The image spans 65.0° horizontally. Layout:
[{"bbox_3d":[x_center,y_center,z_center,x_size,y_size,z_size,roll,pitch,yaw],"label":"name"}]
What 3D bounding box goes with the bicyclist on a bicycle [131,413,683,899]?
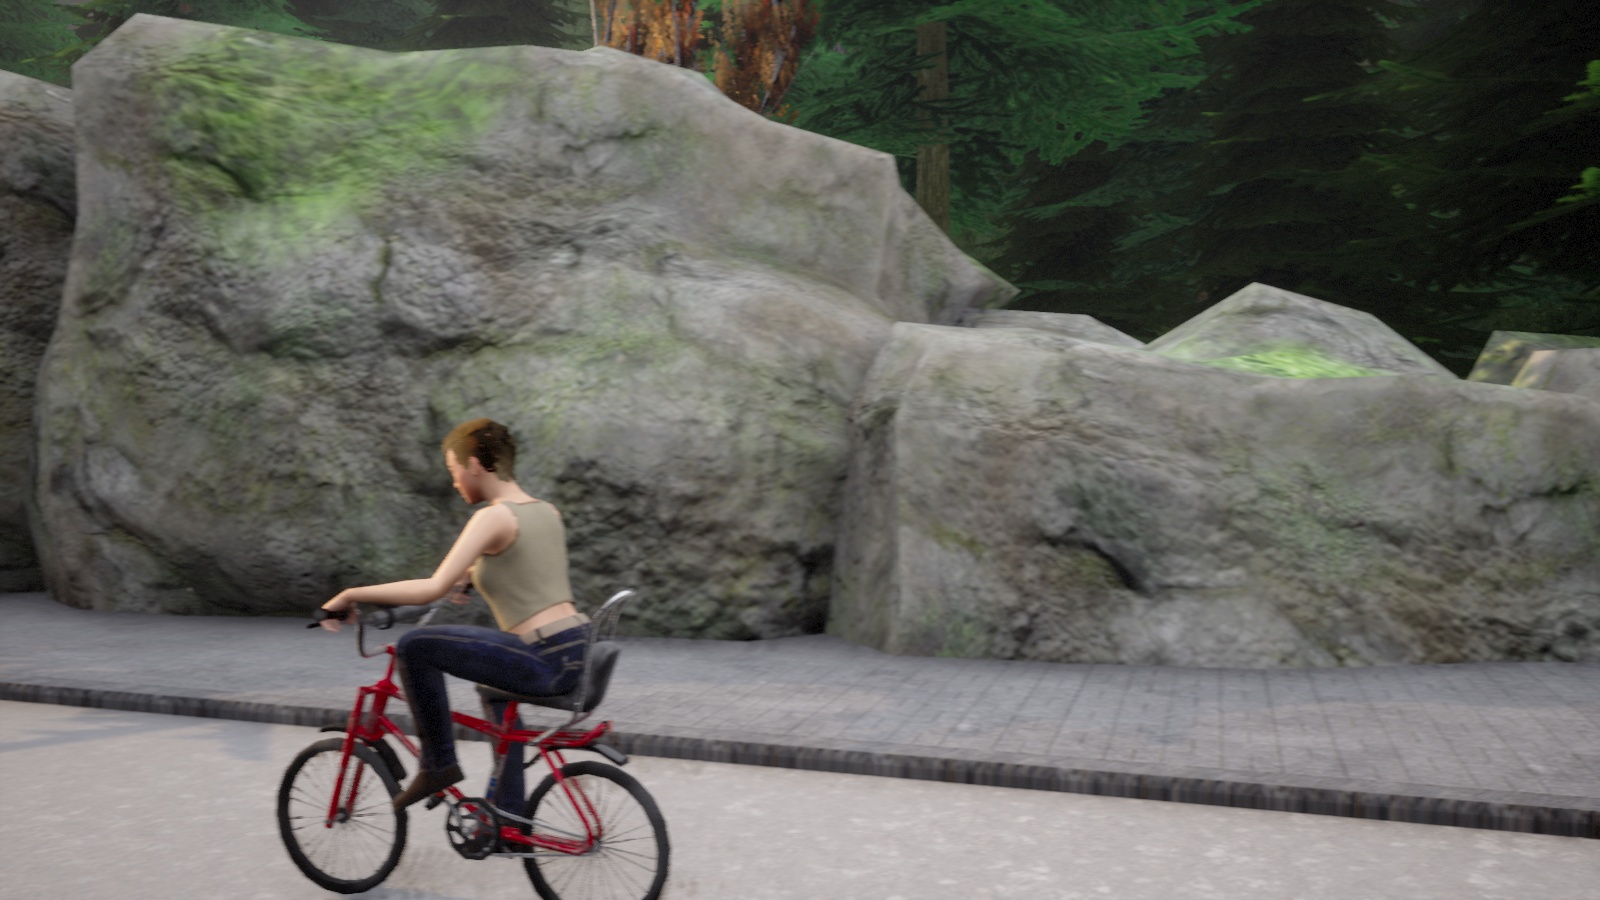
[{"bbox_3d":[-1.258,0.692,4.139,1.509,1.612,0.866,1,1,19],"label":"bicyclist on a bicycle"}]
